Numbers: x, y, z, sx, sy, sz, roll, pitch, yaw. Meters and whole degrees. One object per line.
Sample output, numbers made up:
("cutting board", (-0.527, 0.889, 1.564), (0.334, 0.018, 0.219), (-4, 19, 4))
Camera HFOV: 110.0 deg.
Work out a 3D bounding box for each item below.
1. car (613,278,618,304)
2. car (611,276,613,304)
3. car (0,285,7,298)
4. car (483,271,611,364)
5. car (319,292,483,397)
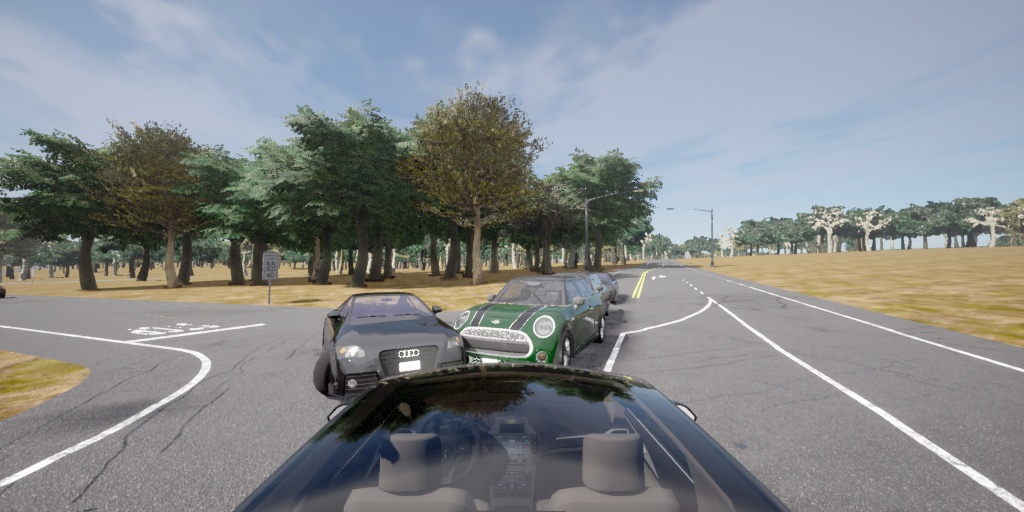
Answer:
("car", (4.216, 1.509, 17.878), (1.994, 1.385, 4.181), (-1, 0, 19))
("car", (2.022, 1.344, 12.151), (2.097, 1.767, 4.553), (-1, -1, 21))
("car", (-40.862, 2.563, 27.396), (4.181, 1.385, 1.994), (-2, -3, 22))
("car", (0.616, 1.218, 7.838), (2.097, 1.767, 4.553), (-1, -2, 26))
("car", (-2.355, 1.376, 6.633), (1.994, 1.385, 4.181), (1, -2, -29))
